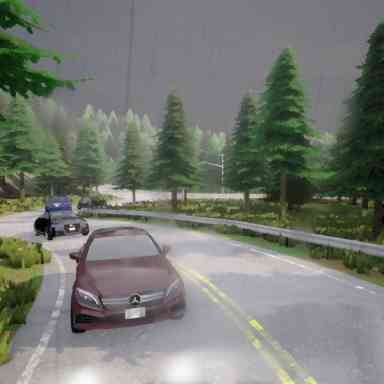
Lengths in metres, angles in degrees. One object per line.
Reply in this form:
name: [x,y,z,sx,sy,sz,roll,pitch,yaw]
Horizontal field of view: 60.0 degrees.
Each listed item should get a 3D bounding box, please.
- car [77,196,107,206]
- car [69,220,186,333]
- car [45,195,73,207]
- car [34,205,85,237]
car: [-12.742,1.287,42.823,2.097,1.767,4.553,2,2,13]
car: [-1.525,1.522,7.094,1.812,1.442,4.674,-2,0,-17]
car: [-12.880,1.324,32.232,2.150,2.045,5.566,-1,0,-18]
car: [-7.083,1.662,17.853,1.994,1.385,4.181,-4,2,-38]
